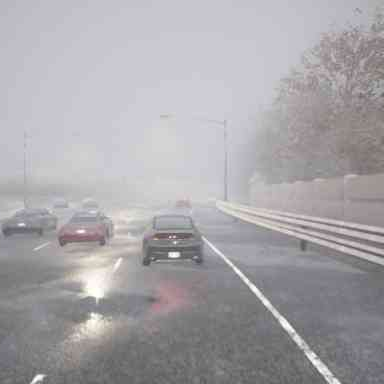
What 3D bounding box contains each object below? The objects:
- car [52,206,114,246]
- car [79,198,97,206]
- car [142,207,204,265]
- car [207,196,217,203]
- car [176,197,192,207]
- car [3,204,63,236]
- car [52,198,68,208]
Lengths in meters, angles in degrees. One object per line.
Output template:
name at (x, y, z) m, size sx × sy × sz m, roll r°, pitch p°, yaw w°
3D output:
car at (-4.826, 1.580, 15.594) m, size 1.994 × 1.385 × 4.181 m, roll 0°, pitch 0°, yaw -8°
car at (-14.714, 1.575, 47.335) m, size 1.812 × 1.442 × 4.674 m, roll 0°, pitch 0°, yaw -26°
car at (-0.697, 1.507, 11.702) m, size 1.837 × 1.490 × 4.892 m, roll 0°, pitch 0°, yaw -5°
car at (5.084, 2.198, 88.798) m, size 1.812 × 1.442 × 4.674 m, roll 0°, pitch -3°, yaw 10°
car at (-1.076, 1.479, 47.760) m, size 1.882 × 1.535 × 5.008 m, roll 0°, pitch 0°, yaw 5°
car at (-8.876, 1.594, 18.593) m, size 1.994 × 1.385 × 4.181 m, roll 0°, pitch 0°, yaw -10°
car at (-19.351, 1.630, 48.721) m, size 1.994 × 1.385 × 4.181 m, roll 0°, pitch 0°, yaw -28°
